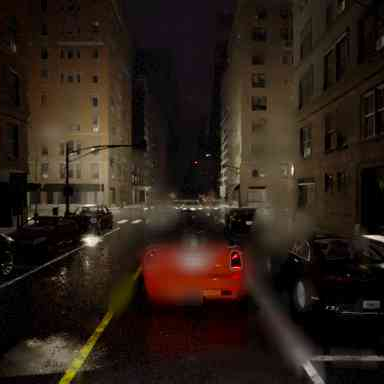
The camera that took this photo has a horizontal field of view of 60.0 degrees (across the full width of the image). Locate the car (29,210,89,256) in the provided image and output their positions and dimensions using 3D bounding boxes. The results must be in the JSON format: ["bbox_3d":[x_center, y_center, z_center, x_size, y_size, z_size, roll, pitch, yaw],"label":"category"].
[{"bbox_3d":[-5.685,1.582,12.951,1.802,1.307,4.206,0,0,0],"label":"car"}]

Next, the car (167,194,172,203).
[{"bbox_3d":[-5.696,1.607,66.372,2.008,1.369,4.403,0,0,0],"label":"car"}]

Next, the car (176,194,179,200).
[{"bbox_3d":[-5.682,1.458,93.416,2.192,1.841,5.009,0,0,0],"label":"car"}]

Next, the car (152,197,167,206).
[{"bbox_3d":[-5.703,1.618,55.556,1.802,1.307,4.206,0,0,0],"label":"car"}]

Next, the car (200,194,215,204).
[{"bbox_3d":[2.822,1.477,55.553,1.967,1.590,4.097,0,0,0],"label":"car"}]

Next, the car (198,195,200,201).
[{"bbox_3d":[2.829,1.607,66.371,2.008,1.369,4.403,0,0,0],"label":"car"}]

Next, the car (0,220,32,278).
[{"bbox_3d":[-5.678,1.566,7.450,1.947,1.339,4.313,0,0,0],"label":"car"}]

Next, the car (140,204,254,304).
[{"bbox_3d":[0.053,1.352,8.322,2.097,1.767,4.553,0,0,0],"label":"car"}]

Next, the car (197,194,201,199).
[{"bbox_3d":[2.834,1.525,77.189,1.967,1.590,4.097,0,0,0],"label":"car"}]

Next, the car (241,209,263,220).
[{"bbox_3d":[2.834,1.567,18.463,1.947,1.339,4.313,0,0,0],"label":"car"}]

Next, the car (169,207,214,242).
[{"bbox_3d":[-0.016,1.565,16.975,1.994,1.385,4.181,0,0,0],"label":"car"}]

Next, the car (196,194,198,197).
[{"bbox_3d":[2.840,1.561,88.007,1.967,1.590,4.097,0,0,0],"label":"car"}]

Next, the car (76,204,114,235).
[{"bbox_3d":[-5.692,1.441,18.453,1.967,1.590,4.097,0,0,0],"label":"car"}]

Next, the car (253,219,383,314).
[{"bbox_3d":[2.847,1.551,7.460,2.008,1.369,4.403,0,0,0],"label":"car"}]

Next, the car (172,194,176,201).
[{"bbox_3d":[-5.687,1.627,82.428,1.752,1.417,4.829,0,0,0],"label":"car"}]
